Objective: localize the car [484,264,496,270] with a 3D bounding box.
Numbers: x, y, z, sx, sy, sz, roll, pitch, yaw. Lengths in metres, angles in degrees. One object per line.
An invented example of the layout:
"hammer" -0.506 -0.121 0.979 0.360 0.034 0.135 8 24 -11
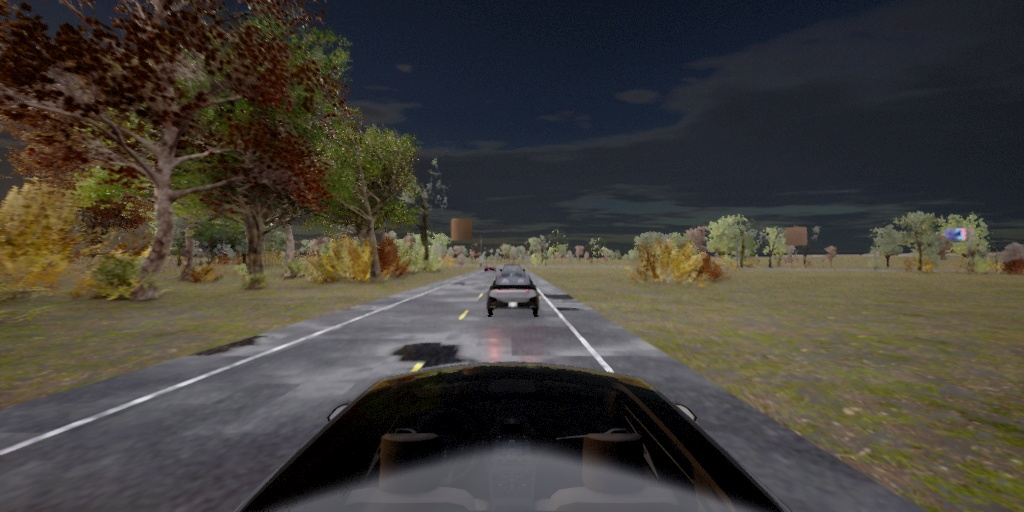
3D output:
"car" -3.567 2.033 58.491 1.895 1.301 4.718 0 -1 0

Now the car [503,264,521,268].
"car" 0.041 1.435 29.013 2.097 1.767 4.553 0 -1 0

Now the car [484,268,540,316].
"car" 0.045 1.394 14.099 2.128 1.511 4.902 0 -1 0
